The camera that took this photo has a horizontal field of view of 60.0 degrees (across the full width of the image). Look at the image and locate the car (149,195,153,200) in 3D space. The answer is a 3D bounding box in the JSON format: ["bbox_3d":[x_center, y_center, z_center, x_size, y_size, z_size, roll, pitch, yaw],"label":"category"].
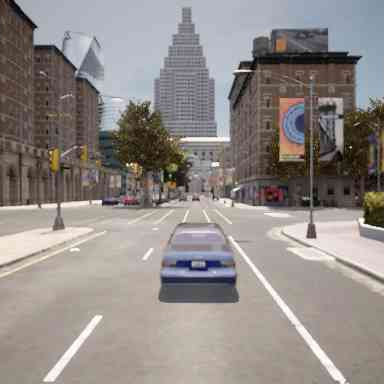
[{"bbox_3d":[-10.551,1.605,79.399,2.097,1.767,4.553,0,0,1],"label":"car"}]

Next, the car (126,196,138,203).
[{"bbox_3d":[-14.061,1.725,78.637,1.882,1.535,5.008,0,0,1],"label":"car"}]

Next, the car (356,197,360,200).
[{"bbox_3d":[35.287,1.706,70.338,2.231,1.521,4.892,0,0,1],"label":"car"}]

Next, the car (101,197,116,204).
[{"bbox_3d":[-17.420,1.813,69.583,1.895,1.301,4.718,0,0,1],"label":"car"}]

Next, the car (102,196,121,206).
[{"bbox_3d":[-14.379,1.784,58.431,1.895,1.301,4.718,0,0,1],"label":"car"}]

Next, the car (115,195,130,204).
[{"bbox_3d":[-14.183,1.571,68.538,2.097,1.767,4.553,0,0,1],"label":"car"}]

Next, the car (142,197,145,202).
[{"bbox_3d":[-10.673,1.718,69.410,1.837,1.490,4.892,0,0,1],"label":"car"}]

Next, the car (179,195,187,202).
[{"bbox_3d":[-2.429,1.822,89.418,2.033,1.411,5.357,0,0,1],"label":"car"}]

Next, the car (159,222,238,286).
[{"bbox_3d":[0.179,1.578,9.531,2.033,1.411,5.357,0,0,1],"label":"car"}]

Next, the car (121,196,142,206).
[{"bbox_3d":[-10.861,1.665,59.615,1.882,1.535,5.008,0,0,1],"label":"car"}]

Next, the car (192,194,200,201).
[{"bbox_3d":[1.076,1.633,89.778,2.097,1.767,4.553,0,0,1],"label":"car"}]
